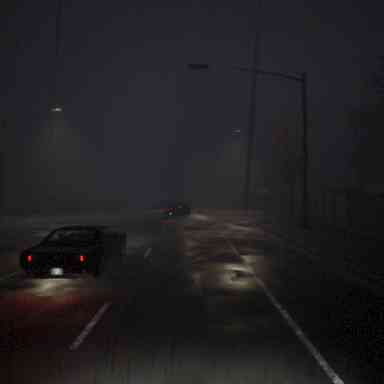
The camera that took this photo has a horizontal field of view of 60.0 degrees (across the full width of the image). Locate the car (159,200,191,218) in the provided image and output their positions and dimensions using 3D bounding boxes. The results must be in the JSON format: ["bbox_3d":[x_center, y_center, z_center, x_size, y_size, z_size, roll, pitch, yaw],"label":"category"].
[{"bbox_3d":[-1.468,1.850,34.771,1.837,1.490,4.892,-2,-1,15],"label":"car"}]

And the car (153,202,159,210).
[{"bbox_3d":[-4.337,2.088,54.301,1.882,1.535,5.008,-1,-1,33],"label":"car"}]

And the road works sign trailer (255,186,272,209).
[{"bbox_3d":[11.722,0.851,53.102,2.880,3.560,2.380,0,-1,-43],"label":"road works sign trailer"}]

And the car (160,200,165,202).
[{"bbox_3d":[-2.402,2.031,50.777,2.128,1.511,4.902,-1,-1,31],"label":"car"}]

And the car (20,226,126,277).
[{"bbox_3d":[-3.394,1.717,10.592,1.895,1.301,4.718,0,-1,0],"label":"car"}]
